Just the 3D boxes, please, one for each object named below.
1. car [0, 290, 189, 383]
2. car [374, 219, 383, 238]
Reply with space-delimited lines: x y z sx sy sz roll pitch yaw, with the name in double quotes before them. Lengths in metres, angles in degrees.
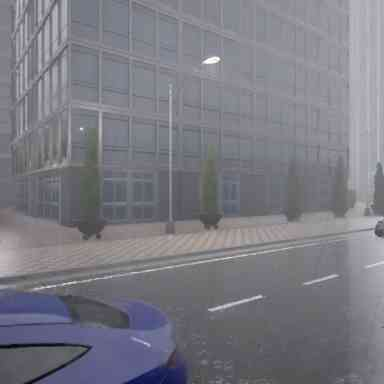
"car" -2.094 1.526 2.086 4.674 1.442 1.812 0 0 -41
"car" 10.792 1.563 16.377 4.181 1.385 1.994 0 0 -36
